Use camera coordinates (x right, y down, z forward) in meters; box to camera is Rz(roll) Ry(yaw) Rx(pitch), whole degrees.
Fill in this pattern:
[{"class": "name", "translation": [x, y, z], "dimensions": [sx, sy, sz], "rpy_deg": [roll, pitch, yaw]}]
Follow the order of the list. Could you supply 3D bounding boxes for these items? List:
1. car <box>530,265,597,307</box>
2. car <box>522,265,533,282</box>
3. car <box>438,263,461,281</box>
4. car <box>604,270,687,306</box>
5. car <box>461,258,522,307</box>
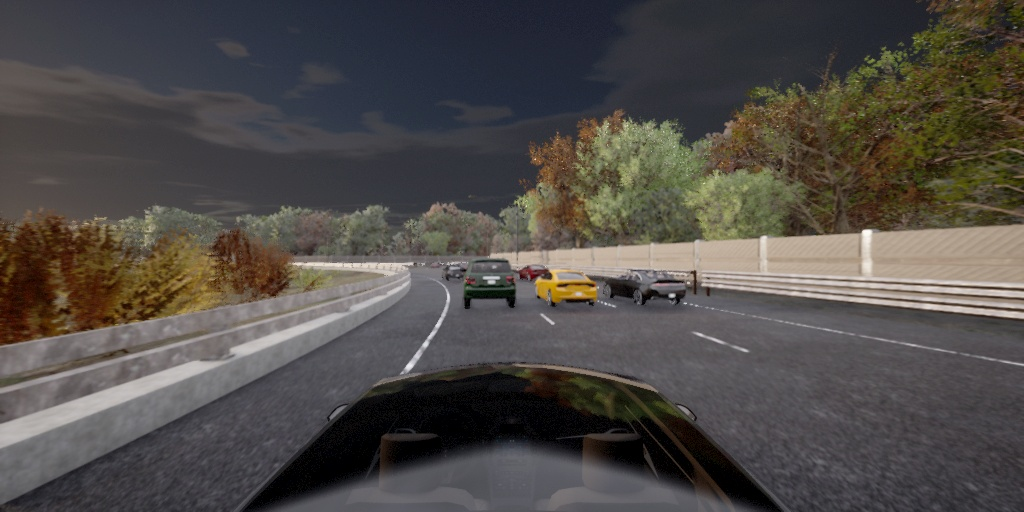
[{"class": "car", "translation": [2.329, 1.374, 16.629], "dimensions": [1.882, 1.535, 5.008], "rpy_deg": [0, -1, -7]}, {"class": "car", "translation": [1.973, 1.549, 33.855], "dimensions": [1.882, 1.535, 5.008], "rpy_deg": [0, -1, -17]}, {"class": "car", "translation": [-5.744, 1.625, 35.062], "dimensions": [1.812, 1.442, 4.674], "rpy_deg": [0, -1, -18]}, {"class": "car", "translation": [5.942, 1.382, 16.660], "dimensions": [2.128, 1.511, 4.902], "rpy_deg": [0, -1, -10]}, {"class": "car", "translation": [-1.161, 1.124, 16.541], "dimensions": [2.150, 2.045, 5.566], "rpy_deg": [0, -1, -8]}]
